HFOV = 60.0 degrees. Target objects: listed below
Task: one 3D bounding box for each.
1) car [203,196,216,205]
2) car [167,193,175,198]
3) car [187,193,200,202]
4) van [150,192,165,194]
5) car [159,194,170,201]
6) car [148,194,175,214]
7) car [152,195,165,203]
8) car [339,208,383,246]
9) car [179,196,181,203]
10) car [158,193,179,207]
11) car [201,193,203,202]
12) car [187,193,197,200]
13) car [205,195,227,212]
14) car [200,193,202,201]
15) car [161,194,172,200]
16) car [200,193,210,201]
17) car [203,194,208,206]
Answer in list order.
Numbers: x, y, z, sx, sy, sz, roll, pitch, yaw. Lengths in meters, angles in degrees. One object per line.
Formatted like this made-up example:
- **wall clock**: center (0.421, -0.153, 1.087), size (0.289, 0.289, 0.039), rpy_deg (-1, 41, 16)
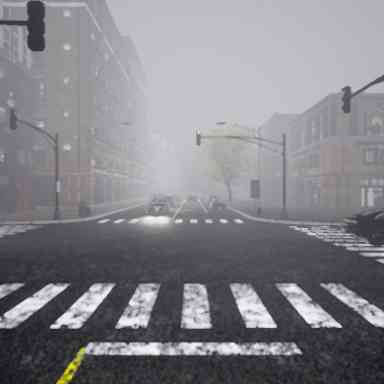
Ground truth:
- **car**: center (2.687, 1.260, 51.787), size (1.802, 1.307, 4.206), rpy_deg (0, 0, 0)
- **car**: center (-5.696, 1.017, 91.495), size (1.752, 1.417, 4.829), rpy_deg (0, 0, 0)
- **car**: center (-0.002, 1.190, 61.878), size (1.994, 1.385, 4.181), rpy_deg (0, 0, 0)
- **van**: center (-5.694, 1.020, 51.787), size (1.690, 1.788, 3.998), rpy_deg (0, 0, 0)
- **car**: center (-5.694, 1.158, 68.879), size (1.947, 1.339, 4.313), rpy_deg (0, 0, 0)
- **car**: center (-3.102, 1.282, 31.906), size (2.128, 1.511, 4.902), rpy_deg (0, 0, 0)
- **car**: center (-5.694, 1.230, 57.485), size (1.802, 1.307, 4.206), rpy_deg (0, 0, 0)
- **car**: center (8.895, 1.433, 14.090), size (4.902, 1.511, 2.128), rpy_deg (0, 1, 5)
- **car**: center (-3.032, 1.156, 60.889), size (1.812, 1.442, 4.674), rpy_deg (0, 0, 0)
- **car**: center (-3.094, 1.205, 43.038), size (1.882, 1.535, 5.008), rpy_deg (0, 0, 0)
- **car**: center (2.687, 1.150, 46.089), size (1.967, 1.590, 4.097), rpy_deg (0, 0, 0)
- **car**: center (-0.003, 1.030, 71.885), size (2.033, 1.411, 5.357), rpy_deg (0, 0, 0)
- **car**: center (2.688, 1.325, 34.696), size (2.008, 1.369, 4.403), rpy_deg (0, 0, 0)
- **car**: center (2.686, 1.170, 63.180), size (2.008, 1.369, 4.403), rpy_deg (0, 0, 0)
- **car**: center (-5.695, 1.117, 74.574), size (2.008, 1.369, 4.403), rpy_deg (0, 0, 0)
- **car**: center (2.686, 1.032, 68.876), size (1.967, 1.590, 4.097), rpy_deg (0, 0, 0)
- **car**: center (2.688, 1.182, 40.393), size (1.967, 1.590, 4.097), rpy_deg (0, 0, 0)
